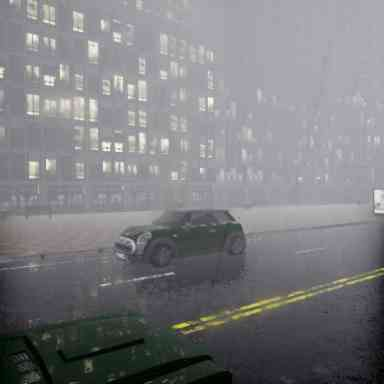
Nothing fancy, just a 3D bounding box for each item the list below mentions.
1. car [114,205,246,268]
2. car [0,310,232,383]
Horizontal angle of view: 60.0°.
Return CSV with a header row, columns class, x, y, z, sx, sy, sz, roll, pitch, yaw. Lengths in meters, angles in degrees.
class,x,y,z,sx,sy,sz,roll,pitch,yaw
car,-0.324,1.350,11.439,4.553,1.767,2.097,0,0,-36
car,-1.931,1.601,2.061,4.718,1.301,1.895,0,0,-36
